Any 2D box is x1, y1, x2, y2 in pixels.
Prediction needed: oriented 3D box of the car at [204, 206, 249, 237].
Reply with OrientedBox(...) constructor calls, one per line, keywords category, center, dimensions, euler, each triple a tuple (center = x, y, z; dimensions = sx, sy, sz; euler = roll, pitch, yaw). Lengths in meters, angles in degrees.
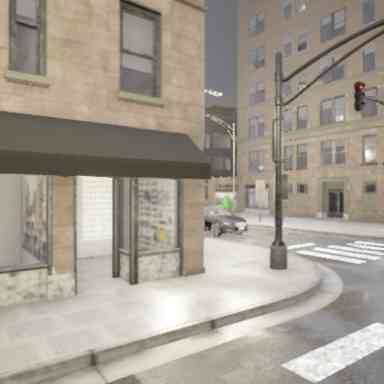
OrientedBox(category="car", center=(0.973, 1.528, 18.354), dimensions=(2.128, 1.511, 4.902), euler=(0, 0, -37))
